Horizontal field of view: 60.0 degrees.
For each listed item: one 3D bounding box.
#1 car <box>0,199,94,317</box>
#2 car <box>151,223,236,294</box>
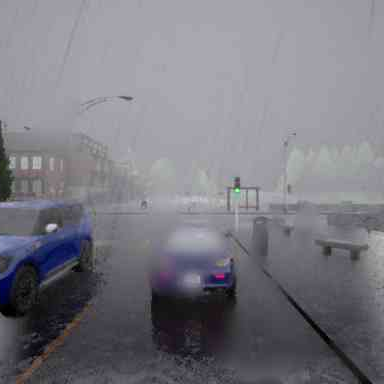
[{"bbox_3d":[-4.043,1.226,7.831,2.150,2.045,5.566,0,0,1],"label":"car"},{"bbox_3d":[0.047,1.531,8.689,1.812,1.442,4.674,0,0,1],"label":"car"}]
